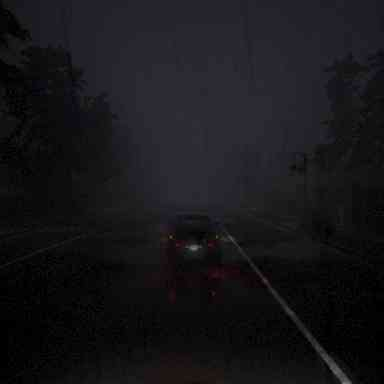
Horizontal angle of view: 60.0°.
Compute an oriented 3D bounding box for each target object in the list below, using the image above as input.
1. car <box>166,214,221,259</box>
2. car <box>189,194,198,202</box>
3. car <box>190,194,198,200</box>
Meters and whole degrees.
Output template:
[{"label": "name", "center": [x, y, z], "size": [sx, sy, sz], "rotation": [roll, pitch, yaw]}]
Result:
[{"label": "car", "center": [0.064, 1.542, 12.492], "size": [1.812, 1.442, 4.674], "rotation": [0, 0, 0]}, {"label": "car", "center": [0.414, 1.451, 74.036], "size": [1.994, 1.385, 4.181], "rotation": [0, 0, 0]}, {"label": "car", "center": [0.471, 1.270, 84.037], "size": [1.812, 1.442, 4.674], "rotation": [0, 0, 0]}]
